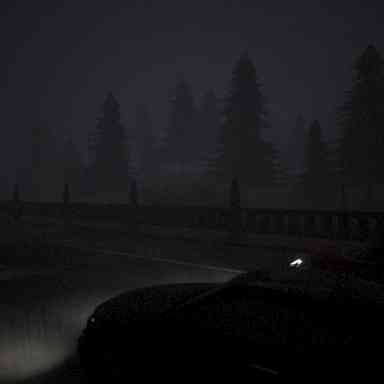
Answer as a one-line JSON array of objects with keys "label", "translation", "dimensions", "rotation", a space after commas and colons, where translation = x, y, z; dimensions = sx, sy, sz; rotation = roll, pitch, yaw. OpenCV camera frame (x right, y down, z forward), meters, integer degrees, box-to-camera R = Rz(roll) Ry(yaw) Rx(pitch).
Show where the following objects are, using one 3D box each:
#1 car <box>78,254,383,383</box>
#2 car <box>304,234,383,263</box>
[{"label": "car", "translation": [0.835, 1.527, 3.397], "dimensions": [4.674, 1.442, 1.812], "rotation": [0, 0, 36]}, {"label": "car", "translation": [3.808, 1.352, 5.576], "dimensions": [4.553, 1.767, 2.097], "rotation": [0, 0, 36]}]
